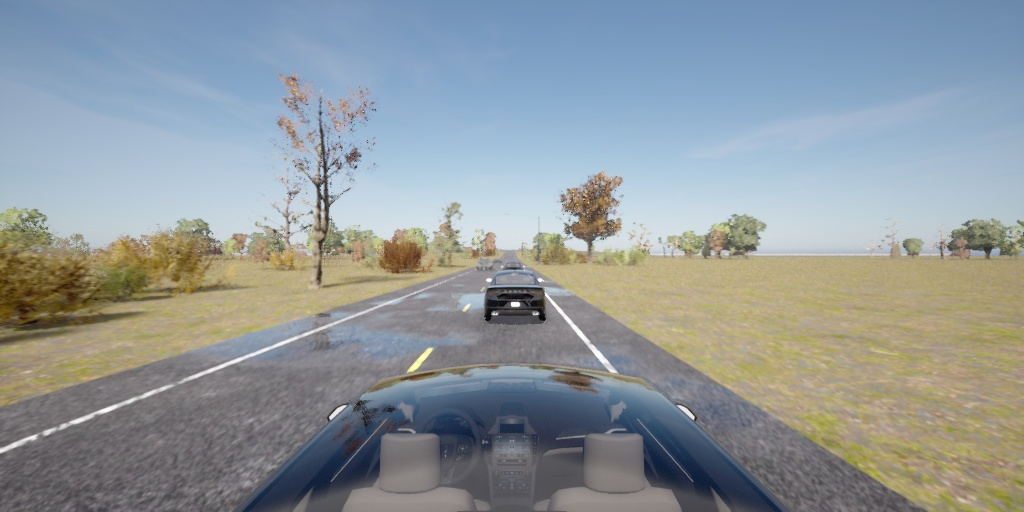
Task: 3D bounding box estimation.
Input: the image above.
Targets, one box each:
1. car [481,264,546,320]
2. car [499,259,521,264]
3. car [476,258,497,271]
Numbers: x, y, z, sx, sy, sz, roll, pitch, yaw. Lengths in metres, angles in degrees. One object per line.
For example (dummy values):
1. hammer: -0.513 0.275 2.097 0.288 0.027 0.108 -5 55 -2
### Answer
1. car: 0.097 1.226 12.681 1.882 1.535 5.008 0 0 0
2. car: 0.097 1.246 31.118 1.837 1.490 4.892 0 0 0
3. car: -3.585 1.085 48.143 2.097 1.767 4.553 0 0 0
